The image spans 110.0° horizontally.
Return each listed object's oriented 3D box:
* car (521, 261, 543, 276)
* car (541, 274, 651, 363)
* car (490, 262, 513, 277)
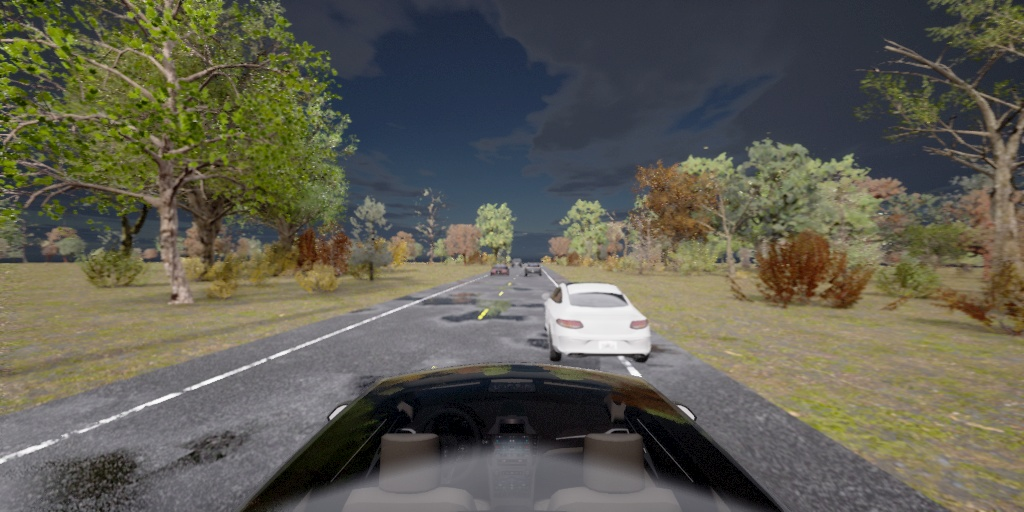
[{"bbox_3d":[2.449,1.500,41.115,2.128,1.511,4.902,0,-1,4],"label":"car"},{"bbox_3d":[1.696,1.304,8.164,1.812,1.442,4.674,0,0,3],"label":"car"},{"bbox_3d":[-1.304,1.579,40.066,1.994,1.385,4.181,0,0,3],"label":"car"}]
